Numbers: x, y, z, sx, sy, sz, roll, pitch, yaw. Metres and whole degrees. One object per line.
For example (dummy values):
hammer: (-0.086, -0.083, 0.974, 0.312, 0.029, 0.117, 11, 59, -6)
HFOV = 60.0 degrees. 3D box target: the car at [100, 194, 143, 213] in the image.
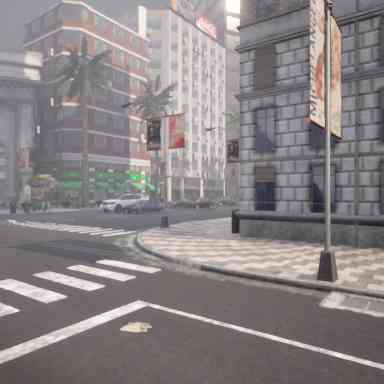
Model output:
car: (-7.728, 1.220, 37.819, 2.150, 2.045, 5.566, 0, 0, 36)

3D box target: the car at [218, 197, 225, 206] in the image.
car: (4.926, 1.490, 53.578, 4.902, 1.511, 2.128, 0, 0, -44)

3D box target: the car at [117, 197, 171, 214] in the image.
car: (-5.014, 1.546, 35.625, 2.033, 1.411, 5.357, 0, 0, 36)

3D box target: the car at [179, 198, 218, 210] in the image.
car: (0.951, 1.476, 43.602, 1.882, 1.535, 5.008, 0, 0, 38)

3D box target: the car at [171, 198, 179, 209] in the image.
car: (-1.727, 1.524, 45.821, 1.812, 1.442, 4.674, 0, 0, 37)

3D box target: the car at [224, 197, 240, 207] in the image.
car: (7.483, 1.563, 51.198, 4.181, 1.385, 1.994, 0, 0, -43)
